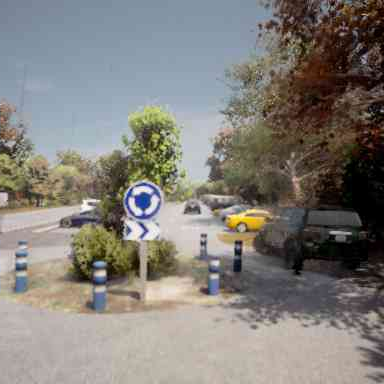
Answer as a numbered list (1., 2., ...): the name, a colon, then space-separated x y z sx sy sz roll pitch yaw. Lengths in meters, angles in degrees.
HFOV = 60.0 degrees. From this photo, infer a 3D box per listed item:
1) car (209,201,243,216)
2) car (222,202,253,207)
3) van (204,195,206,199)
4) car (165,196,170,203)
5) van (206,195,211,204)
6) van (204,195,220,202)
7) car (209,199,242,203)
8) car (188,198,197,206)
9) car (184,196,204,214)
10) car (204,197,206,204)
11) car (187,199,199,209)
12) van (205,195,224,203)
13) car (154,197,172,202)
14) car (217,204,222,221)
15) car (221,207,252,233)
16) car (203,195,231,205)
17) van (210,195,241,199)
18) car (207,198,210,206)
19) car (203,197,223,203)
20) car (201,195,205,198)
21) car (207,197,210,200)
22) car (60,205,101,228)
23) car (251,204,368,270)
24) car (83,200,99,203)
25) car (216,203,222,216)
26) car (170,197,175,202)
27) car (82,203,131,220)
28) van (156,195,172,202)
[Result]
1. car: 4.797 1.992 35.122 5.366 1.575 1.946 0 0 0
2. car: 4.969 1.924 26.934 4.553 1.767 2.185 0 0 0
3. van: 5.015 1.691 62.813 4.442 1.987 1.878 0 0 0
4. car: -8.088 1.943 71.291 5.366 1.575 1.946 0 0 0
5. van: 4.978 1.677 54.487 4.442 1.987 1.878 0 0 0
6. van: 5.399 1.746 90.638 4.442 1.987 1.878 0 0 0
7. car: 4.999 1.969 43.430 4.792 1.488 2.163 0 0 0
8. car: 0.106 1.951 65.388 1.837 1.490 4.892 0 0 0
9. car: 0.082 1.820 42.938 2.097 1.767 4.553 0 0 0
10. car: 5.107 1.906 57.272 5.008 1.535 2.097 0 0 0
11. car: 0.149 1.906 55.125 1.882 1.535 5.008 0 0 0
12. van: 5.339 1.724 79.558 4.442 1.987 1.878 0 0 0
13. car: -7.794 2.024 90.722 4.674 1.452 2.002 0 0 0
14. car: 4.923 2.062 29.581 4.792 1.488 2.163 0 0 0
15. car: 4.918 2.068 24.164 5.008 1.535 2.097 0 0 0
16. car: 5.134 1.677 68.352 5.566 2.045 2.435 0 0 0
17. van: 5.159 1.697 46.322 4.442 1.987 1.878 0 0 0
18. car: 5.087 1.940 49.094 4.792 1.488 2.163 0 0 0
19. car: 5.246 1.961 84.973 5.008 1.535 2.097 0 0 0
20. car: 5.119 1.671 65.582 5.566 2.045 2.435 0 0 0
21. car: 5.101 1.933 51.734 4.792 1.488 2.163 0 0 0
22. car: -8.171 2.092 26.882 4.792 1.488 2.163 0 0 0
23. car: 4.092 1.544 12.310 2.150 2.045 5.566 3 -3 -4
24. car: -8.084 1.774 32.432 5.566 2.045 2.435 0 0 0
25. car: 4.965 2.054 32.351 4.674 1.452 2.002 0 0 0
26. car: -7.818 1.979 87.946 5.008 1.535 2.097 0 0 0
27. car: -8.122 2.044 29.658 5.008 1.535 2.097 0 0 0
28. van: -7.899 1.764 93.500 4.442 1.987 1.878 0 0 0
